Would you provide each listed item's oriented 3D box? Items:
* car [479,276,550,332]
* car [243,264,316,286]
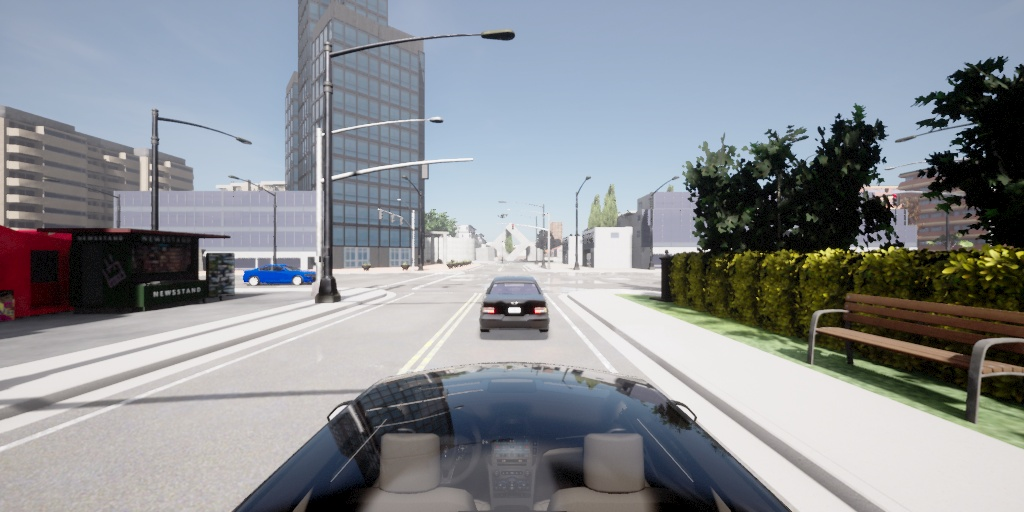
[{"bbox_3d":[0.066,1.303,10.818,2.033,1.411,5.357,0,0,0],"label":"car"},{"bbox_3d":[-16.785,1.350,26.222,5.008,1.535,1.882,-1,0,0],"label":"car"}]
